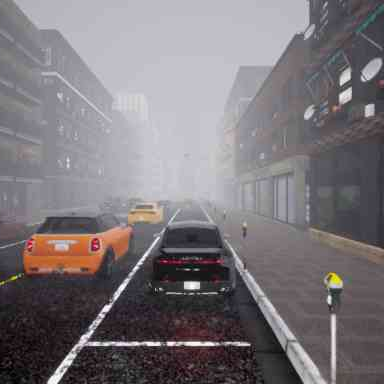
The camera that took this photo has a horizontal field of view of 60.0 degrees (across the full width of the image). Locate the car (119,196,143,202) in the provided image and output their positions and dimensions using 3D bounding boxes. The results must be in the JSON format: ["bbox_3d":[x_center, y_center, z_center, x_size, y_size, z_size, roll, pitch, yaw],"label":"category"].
[{"bbox_3d":[-6.230,1.351,36.527,2.097,1.767,4.553,0,0,0],"label":"car"}]

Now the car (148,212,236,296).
[{"bbox_3d":[0.001,1.504,8.649,1.837,1.490,4.892,0,0,0],"label":"car"}]

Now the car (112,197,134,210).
[{"bbox_3d":[-8.834,1.439,42.793,1.967,1.590,4.097,0,0,0],"label":"car"}]

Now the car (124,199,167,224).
[{"bbox_3d":[-3.077,1.478,22.809,1.882,1.535,5.008,0,0,0],"label":"car"}]

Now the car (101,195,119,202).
[{"bbox_3d":[-8.833,1.314,37.157,2.192,1.841,5.009,0,0,0],"label":"car"}]

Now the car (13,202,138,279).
[{"bbox_3d":[-3.146,1.353,10.167,2.097,1.767,4.553,0,0,0],"label":"car"}]

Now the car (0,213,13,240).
[{"bbox_3d":[-8.835,1.583,14.612,1.802,1.307,4.206,0,0,0],"label":"car"}]

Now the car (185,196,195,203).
[{"bbox_3d":[-0.453,1.545,70.970,2.008,1.369,4.403,0,0,0],"label":"car"}]

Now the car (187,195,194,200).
[{"bbox_3d":[-0.452,1.513,93.685,1.752,1.417,4.829,0,0,0],"label":"car"}]

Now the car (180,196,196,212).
[{"bbox_3d":[-0.454,1.525,37.323,1.752,1.417,4.829,0,0,0],"label":"car"}]

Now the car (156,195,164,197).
[{"bbox_3d":[-8.834,1.541,87.882,2.008,1.369,4.403,0,0,0],"label":"car"}]

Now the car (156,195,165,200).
[{"bbox_3d":[-8.834,1.539,93.519,2.008,1.369,4.403,0,0,0],"label":"car"}]

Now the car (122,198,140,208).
[{"bbox_3d":[-8.834,1.543,48.430,1.887,1.381,4.507,0,0,0],"label":"car"}]

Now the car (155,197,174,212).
[{"bbox_3d":[-3.081,1.547,36.997,2.033,1.411,5.357,0,0,0],"label":"car"}]
